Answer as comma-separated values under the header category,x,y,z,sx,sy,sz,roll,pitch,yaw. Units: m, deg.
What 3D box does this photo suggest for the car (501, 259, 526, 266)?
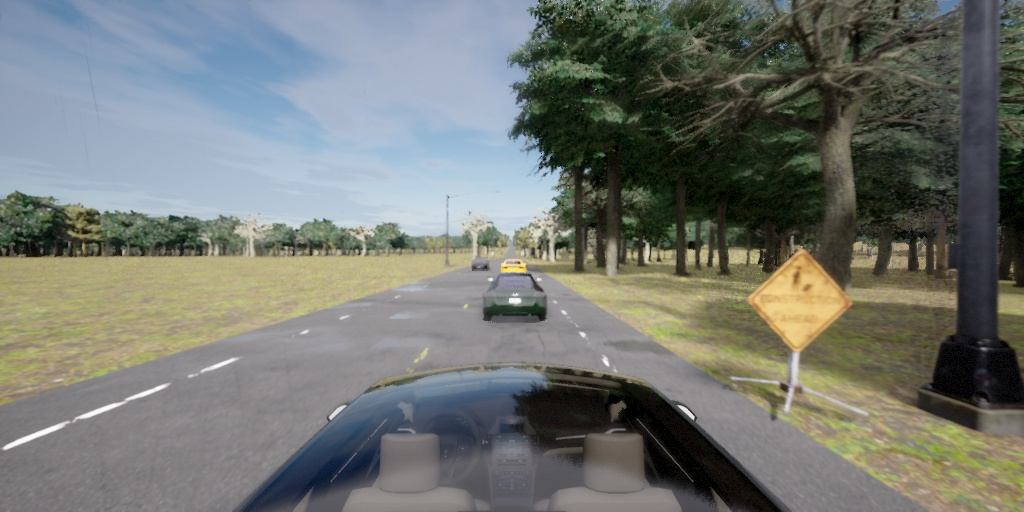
category,x,y,z,sx,sy,sz,roll,pitch,yaw
car,0.112,1.009,28.451,1.882,1.535,5.008,0,0,0

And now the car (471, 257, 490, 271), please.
category,x,y,z,sx,sy,sz,roll,pitch,yaw
car,-3.554,0.912,41.269,1.882,1.535,5.008,0,0,0

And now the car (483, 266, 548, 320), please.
category,x,y,z,sx,sy,sz,roll,pitch,yaw
car,0.095,1.225,12.231,1.994,1.385,4.181,0,1,0

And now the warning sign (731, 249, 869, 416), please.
category,x,y,z,sx,sy,sz,roll,pitch,yaw
warning sign,3.552,0.840,4.558,1.300,1.860,1.060,0,0,0
